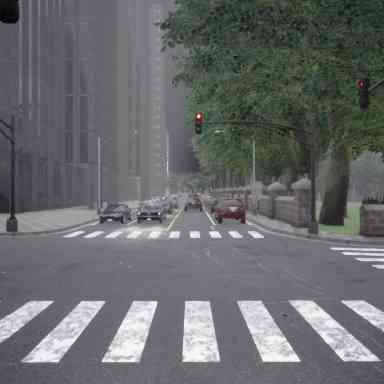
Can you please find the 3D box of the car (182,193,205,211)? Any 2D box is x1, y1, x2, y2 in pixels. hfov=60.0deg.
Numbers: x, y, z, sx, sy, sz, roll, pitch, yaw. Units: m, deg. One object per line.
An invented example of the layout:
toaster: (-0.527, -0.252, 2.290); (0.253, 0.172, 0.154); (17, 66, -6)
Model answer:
car: (0.193, 1.381, 41.611); (2.097, 1.767, 4.553); (0, 0, 0)

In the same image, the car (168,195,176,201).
car: (-5.524, 1.535, 90.745); (1.967, 1.590, 4.097); (0, 0, 0)

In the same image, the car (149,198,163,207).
car: (-5.624, 1.623, 52.546); (1.802, 1.307, 4.206); (0, 0, 0)

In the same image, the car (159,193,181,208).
car: (-2.968, 1.386, 45.793); (2.097, 1.767, 4.553); (0, 0, 0)

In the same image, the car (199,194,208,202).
car: (2.587, 1.425, 75.874); (2.097, 1.767, 4.553); (0, 0, 0)

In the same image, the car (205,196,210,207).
car: (2.872, 1.580, 41.616); (2.008, 1.369, 4.403); (0, 0, 0)

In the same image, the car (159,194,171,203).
car: (-5.581, 1.376, 68.917); (2.192, 1.841, 5.009); (0, 0, 0)

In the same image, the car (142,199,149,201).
car: (-5.653, 1.580, 41.631); (2.008, 1.369, 4.403); (0, 0, 0)

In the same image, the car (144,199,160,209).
car: (-5.639, 1.617, 47.089); (1.802, 1.307, 4.206); (0, 0, 0)

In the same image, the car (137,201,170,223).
car: (-3.032, 1.612, 25.700); (1.895, 1.301, 4.718); (0, 0, 0)

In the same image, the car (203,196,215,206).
car: (2.915, 1.488, 57.986); (1.967, 1.590, 4.097); (0, 0, 0)

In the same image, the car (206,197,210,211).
car: (2.858, 1.589, 36.160); (1.947, 1.339, 4.313); (0, 0, 0)

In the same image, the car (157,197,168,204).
car: (-5.596, 1.636, 63.460); (1.802, 1.307, 4.206); (0, 0, 0)

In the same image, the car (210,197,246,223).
car: (2.829, 1.326, 25.248); (2.192, 1.841, 5.009); (0, 0, 0)

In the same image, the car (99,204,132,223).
car: (-5.696, 1.577, 25.261); (1.947, 1.339, 4.313); (0, 0, 0)

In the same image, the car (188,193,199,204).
car: (0.260, 1.276, 64.146); (2.150, 2.045, 5.566); (0, 0, 0)

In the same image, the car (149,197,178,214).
car: (-3.001, 1.569, 35.518); (2.033, 1.411, 5.357); (0, 0, 1)
